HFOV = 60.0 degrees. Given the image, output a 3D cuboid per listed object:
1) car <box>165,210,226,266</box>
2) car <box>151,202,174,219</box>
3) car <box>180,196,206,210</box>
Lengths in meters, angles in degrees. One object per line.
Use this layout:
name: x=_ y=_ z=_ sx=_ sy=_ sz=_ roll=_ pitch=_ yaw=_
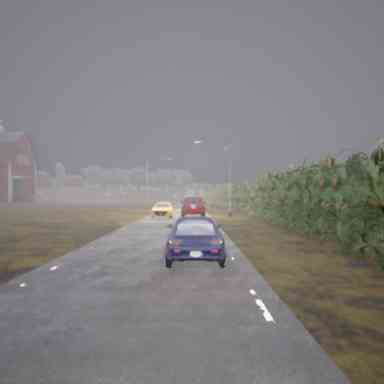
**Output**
car: x=0.105 y=1.560 z=11.484 sx=1.812 sy=1.442 sz=4.674 roll=0 pitch=0 yaw=0
car: x=-2.757 y=1.702 z=31.770 sx=1.882 sy=1.535 sz=5.008 roll=0 pitch=-1 yaw=0
car: x=0.110 y=1.437 z=31.138 sx=2.150 sy=2.045 sz=5.566 roll=0 pitch=-1 yaw=0
